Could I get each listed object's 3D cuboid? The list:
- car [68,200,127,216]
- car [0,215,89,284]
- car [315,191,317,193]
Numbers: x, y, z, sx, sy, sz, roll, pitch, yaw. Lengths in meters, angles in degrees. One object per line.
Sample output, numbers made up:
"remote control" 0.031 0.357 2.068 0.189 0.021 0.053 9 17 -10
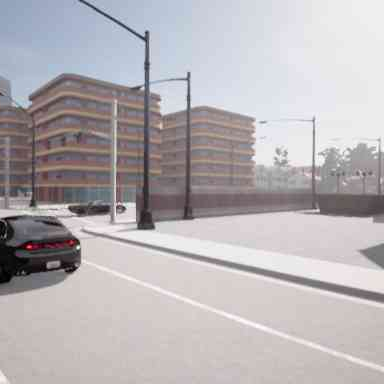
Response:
"car" -8.035 1.365 28.750 4.718 1.301 1.895 0 0 -41
"car" -4.829 1.410 9.475 1.837 1.490 4.892 0 0 -42
"car" 21.052 0.628 60.774 5.566 2.045 2.150 0 0 -43
